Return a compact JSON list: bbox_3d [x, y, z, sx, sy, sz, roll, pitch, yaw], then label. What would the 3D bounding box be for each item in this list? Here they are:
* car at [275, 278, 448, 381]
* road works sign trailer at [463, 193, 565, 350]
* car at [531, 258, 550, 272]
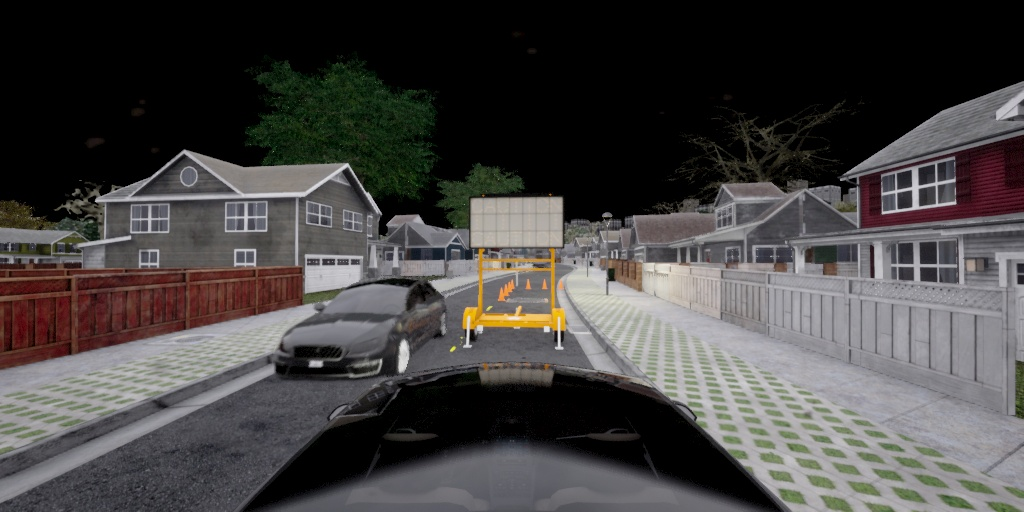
[{"bbox_3d":[-2.629,1.259,7.438,1.837,1.490,4.892,0,0,3],"label":"car"},{"bbox_3d":[0.130,0.219,9.167,2.380,3.560,2.880,0,0,5],"label":"road works sign trailer"},{"bbox_3d":[3.882,1.388,49.120,2.033,1.411,5.357,0,0,13],"label":"car"}]
